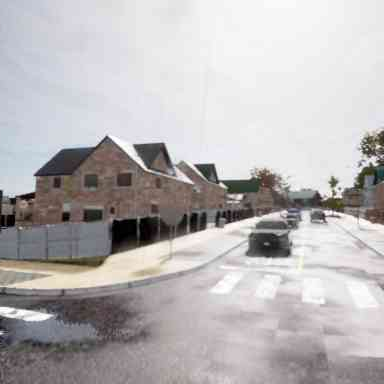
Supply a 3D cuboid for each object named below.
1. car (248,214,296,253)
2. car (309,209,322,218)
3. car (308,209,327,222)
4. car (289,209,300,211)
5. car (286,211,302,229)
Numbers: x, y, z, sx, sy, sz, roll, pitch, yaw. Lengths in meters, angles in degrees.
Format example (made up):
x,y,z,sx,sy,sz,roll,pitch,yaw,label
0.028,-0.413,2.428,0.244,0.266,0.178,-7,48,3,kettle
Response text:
x,y,z,sx,sy,sz,roll,pitch,yaw,label
4.155,2.130,17.271,1.882,1.535,5.008,-1,-2,19,car
21.244,3.626,57.485,1.994,1.385,4.181,-1,-2,20,car
15.831,2.998,41.904,1.837,1.490,4.892,-1,-2,19,car
13.568,3.051,44.233,1.882,1.535,5.008,-1,-2,20,car
9.048,2.723,31.347,1.895,1.301,4.718,-1,-2,19,car
